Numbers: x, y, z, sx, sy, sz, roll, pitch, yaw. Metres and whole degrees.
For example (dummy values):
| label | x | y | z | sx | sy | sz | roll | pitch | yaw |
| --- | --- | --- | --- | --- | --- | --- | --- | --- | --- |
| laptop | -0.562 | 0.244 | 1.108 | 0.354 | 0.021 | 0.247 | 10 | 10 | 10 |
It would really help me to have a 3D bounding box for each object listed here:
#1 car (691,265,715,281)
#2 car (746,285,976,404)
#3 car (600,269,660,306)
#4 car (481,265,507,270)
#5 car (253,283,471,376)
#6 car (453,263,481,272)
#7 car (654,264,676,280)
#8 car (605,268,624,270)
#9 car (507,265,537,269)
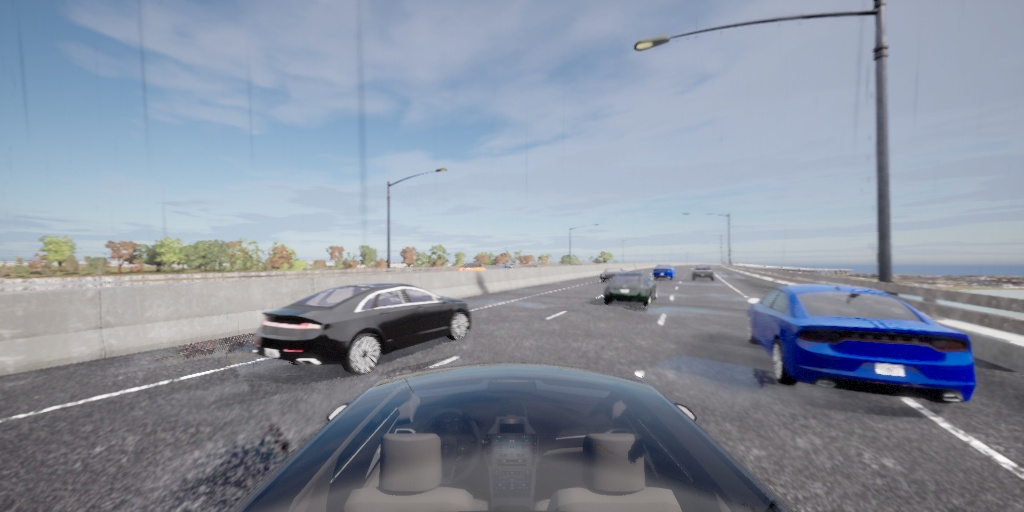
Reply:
| label | x | y | z | sx | sy | sz | roll | pitch | yaw |
| --- | --- | --- | --- | --- | --- | --- | --- | --- | --- |
| car | 18.470 | 1.581 | 34.738 | 2.128 | 1.511 | 4.902 | -1 | -1 | 27 |
| car | 5.693 | 1.260 | 6.606 | 1.882 | 1.535 | 5.008 | -1 | -1 | 26 |
| car | 5.693 | 1.484 | 17.078 | 1.994 | 1.385 | 4.181 | -1 | -1 | 26 |
| car | -1.353 | 1.827 | 42.490 | 1.812 | 1.442 | 4.674 | -1 | -1 | 27 |
| car | -2.734 | 1.335 | 7.840 | 2.128 | 1.511 | 4.902 | -1 | -1 | 26 |
| car | -5.107 | 1.677 | 42.830 | 2.097 | 1.767 | 4.553 | -1 | -1 | 27 |
| car | 15.689 | 1.614 | 36.965 | 1.882 | 1.535 | 5.008 | -1 | -1 | 27 |
| car | 9.294 | 1.703 | 32.104 | 1.895 | 1.301 | 4.718 | -1 | -1 | 27 |
| car | 1.689 | 1.739 | 40.754 | 1.882 | 1.535 | 5.008 | -1 | -1 | 27 |
